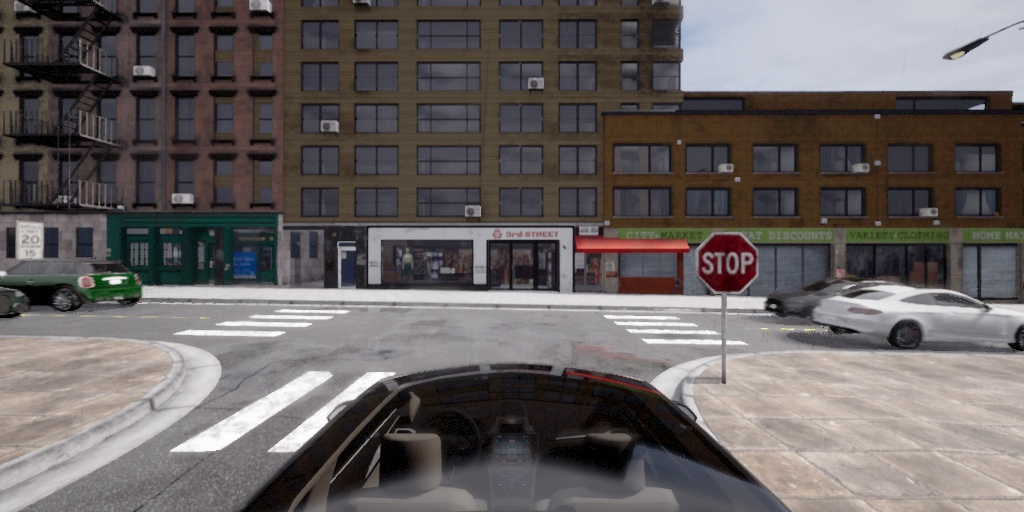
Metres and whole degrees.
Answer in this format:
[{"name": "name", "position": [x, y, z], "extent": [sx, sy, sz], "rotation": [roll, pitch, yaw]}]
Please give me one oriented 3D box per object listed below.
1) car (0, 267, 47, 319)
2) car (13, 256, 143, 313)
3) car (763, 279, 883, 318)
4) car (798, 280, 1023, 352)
[{"name": "car", "position": [-15.539, 1.072, 9.304], "extent": [4.181, 1.385, 1.994], "rotation": [1, 0, 0]}, {"name": "car", "position": [-15.668, 0.869, 12.257], "extent": [4.553, 1.767, 2.097], "rotation": [1, 0, 0]}, {"name": "car", "position": [11.294, 1.512, 12.154], "extent": [4.892, 1.490, 1.837], "rotation": [1, 0, 0]}, {"name": "car", "position": [10.481, 1.504, 9.204], "extent": [4.674, 1.442, 1.812], "rotation": [1, 0, 0]}]
